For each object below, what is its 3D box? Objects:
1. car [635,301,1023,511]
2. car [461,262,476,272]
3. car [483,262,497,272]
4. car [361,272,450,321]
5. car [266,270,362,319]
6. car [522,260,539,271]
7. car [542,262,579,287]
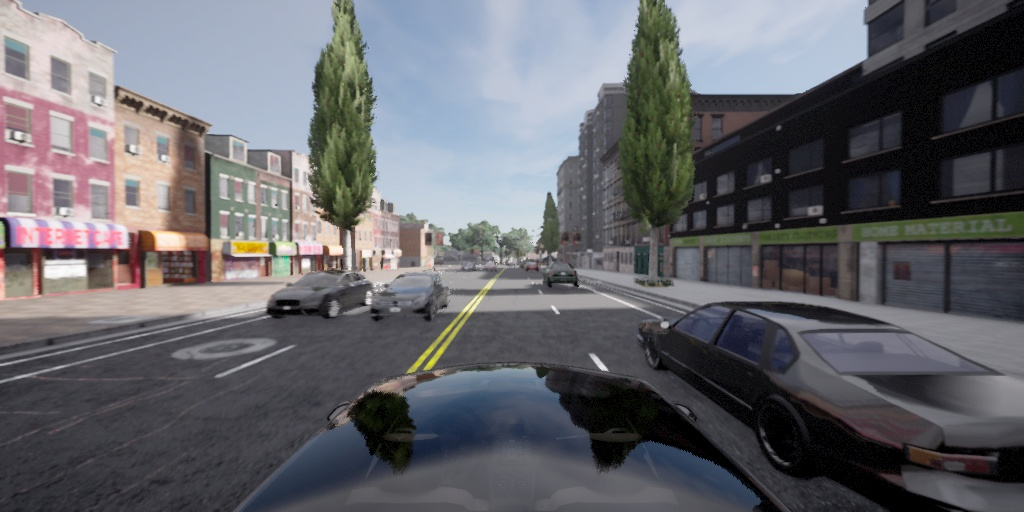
[{"bbox_3d":[3.348,1.300,4.655,2.033,1.411,5.357,0,0,0],"label":"car"},{"bbox_3d":[-6.564,1.648,54.544,2.128,1.511,4.902,0,-1,0],"label":"car"},{"bbox_3d":[-3.306,1.687,54.801,1.812,1.442,4.674,0,-1,0],"label":"car"},{"bbox_3d":[-3.349,1.302,12.624,1.812,1.442,4.674,0,0,0],"label":"car"},{"bbox_3d":[-6.599,1.282,12.935,1.837,1.490,4.892,0,0,0],"label":"car"},{"bbox_3d":[3.248,1.713,57.719,2.163,1.488,4.792,0,-1,0],"label":"car"},{"bbox_3d":[3.348,1.190,25.541,2.097,1.767,4.553,0,0,0],"label":"car"}]
